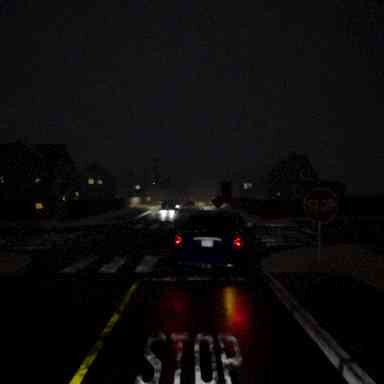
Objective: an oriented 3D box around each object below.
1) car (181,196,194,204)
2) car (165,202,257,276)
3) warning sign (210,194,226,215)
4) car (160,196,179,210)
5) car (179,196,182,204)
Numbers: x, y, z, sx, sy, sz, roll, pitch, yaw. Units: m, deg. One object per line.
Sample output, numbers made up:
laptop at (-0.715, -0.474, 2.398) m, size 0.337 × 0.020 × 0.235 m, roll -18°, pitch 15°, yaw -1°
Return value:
car at (-0.513, 1.818, 60.348) m, size 1.895 × 1.301 × 4.718 m, roll 0°, pitch 0°, yaw 0°
car at (0.857, 1.354, 10.629) m, size 2.097 × 1.767 × 4.553 m, roll 0°, pitch 0°, yaw 13°
warning sign at (2.406, 1.165, 30.703) m, size 1.300 × 1.860 × 1.060 m, roll 2°, pitch 2°, yaw -1°
car at (-3.186, 1.605, 45.191) m, size 2.128 × 1.511 × 4.902 m, roll 0°, pitch 0°, yaw -1°
car at (-3.372, 1.867, 64.408) m, size 1.895 × 1.301 × 4.718 m, roll 0°, pitch 0°, yaw -1°
